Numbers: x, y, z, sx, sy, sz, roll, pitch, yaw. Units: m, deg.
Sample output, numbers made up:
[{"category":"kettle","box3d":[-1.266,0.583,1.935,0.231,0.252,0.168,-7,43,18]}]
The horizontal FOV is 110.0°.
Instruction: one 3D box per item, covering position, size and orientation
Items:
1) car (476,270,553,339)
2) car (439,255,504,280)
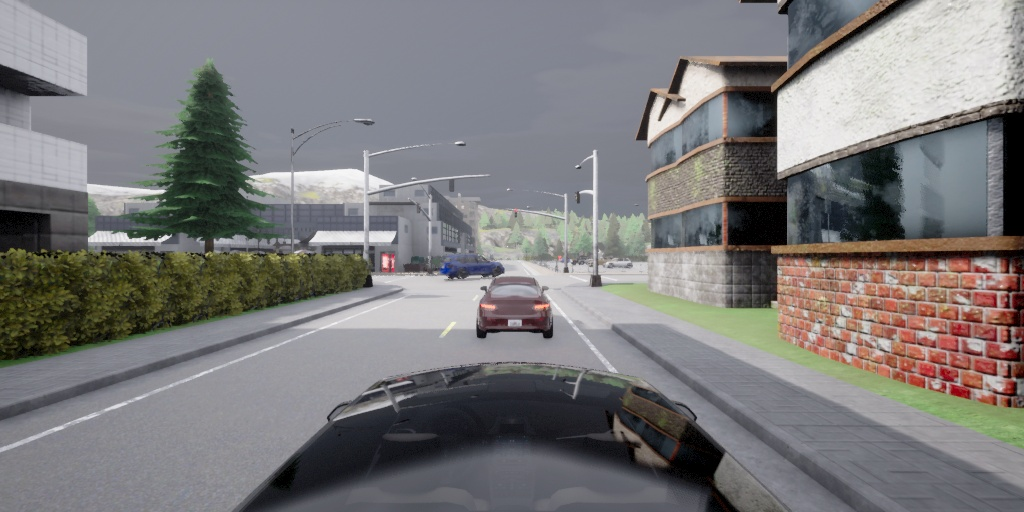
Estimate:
[{"category":"car","box3d":[0.071,1.276,10.003,1.812,1.442,4.674,0,0,0]},{"category":"car","box3d":[-3.342,0.915,30.119,5.566,2.045,2.150,-1,1,-36]}]
